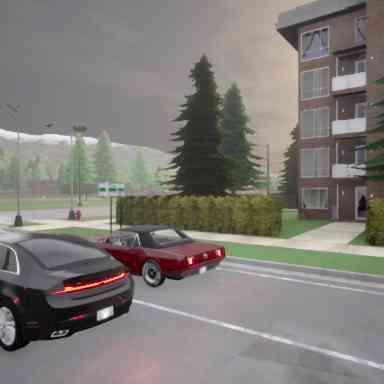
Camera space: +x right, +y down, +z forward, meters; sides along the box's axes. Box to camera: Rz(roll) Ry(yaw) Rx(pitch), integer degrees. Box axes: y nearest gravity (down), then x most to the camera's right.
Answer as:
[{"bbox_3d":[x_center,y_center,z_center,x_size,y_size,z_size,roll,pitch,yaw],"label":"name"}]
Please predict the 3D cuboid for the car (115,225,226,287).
[{"bbox_3d":[-1.536,1.601,9.337,4.718,1.301,1.895,0,0,36],"label":"car"}]

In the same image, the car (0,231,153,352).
[{"bbox_3d":[-3.215,1.505,6.233,4.892,1.490,1.837,0,0,36],"label":"car"}]
